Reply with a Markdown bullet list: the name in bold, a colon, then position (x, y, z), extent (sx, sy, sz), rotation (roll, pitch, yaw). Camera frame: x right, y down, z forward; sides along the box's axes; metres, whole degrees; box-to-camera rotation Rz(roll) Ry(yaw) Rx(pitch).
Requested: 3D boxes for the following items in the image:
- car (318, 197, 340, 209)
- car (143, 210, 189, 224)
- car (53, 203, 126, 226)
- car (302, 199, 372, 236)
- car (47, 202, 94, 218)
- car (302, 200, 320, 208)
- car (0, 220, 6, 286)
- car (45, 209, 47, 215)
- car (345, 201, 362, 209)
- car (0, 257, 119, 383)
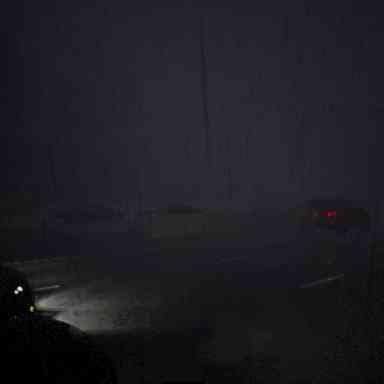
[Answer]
- **car**: position (23.746, 1.823, 57.438), extent (2.150, 2.045, 5.566), rotation (0, -1, 37)
- **car**: position (-1.438, 1.663, 25.325), extent (4.902, 1.511, 2.128), rotation (1, -1, -41)
- **car**: position (-7.465, 1.720, 24.840), extent (4.718, 1.301, 1.895), rotation (1, -1, -39)
- **car**: position (8.823, 1.434, 20.095), extent (5.566, 2.045, 2.150), rotation (1, -1, -42)
- **car**: position (-9.130, 1.607, 28.014), extent (5.008, 1.535, 1.882), rotation (1, -1, -39)
- **car**: position (21.618, 2.132, 60.442), extent (1.812, 1.442, 4.674), rotation (0, 0, 37)
- **car**: position (-7.039, 1.503, 7.405), extent (4.892, 1.490, 1.837), rotation (0, 0, -35)
- **car**: position (-11.065, 1.736, 30.930), extent (4.718, 1.301, 1.895), rotation (1, -1, -39)
- **car**: position (27.618, 2.191, 56.831), extent (1.994, 1.385, 4.181), rotation (0, 0, 36)
- **car**: position (-2.825, 1.482, 1.822), extent (4.902, 1.511, 2.128), rotation (1, 0, -35)
